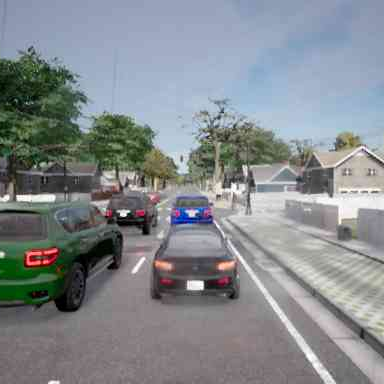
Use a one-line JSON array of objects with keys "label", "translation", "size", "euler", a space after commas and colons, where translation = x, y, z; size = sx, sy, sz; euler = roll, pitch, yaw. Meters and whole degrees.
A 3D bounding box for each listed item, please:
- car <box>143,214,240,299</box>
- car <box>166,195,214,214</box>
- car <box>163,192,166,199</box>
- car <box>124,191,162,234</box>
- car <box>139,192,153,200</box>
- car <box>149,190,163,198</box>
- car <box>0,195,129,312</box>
[{"label": "car", "translation": [0.071, 1.508, 8.281], "size": [1.812, 1.442, 4.674], "euler": [0, 0, 0]}, {"label": "car", "translation": [0.033, 1.147, 18.314], "size": [2.150, 2.045, 5.566], "euler": [0, 0, 1]}, {"label": "car", "translation": [-6.455, 0.781, 70.403], "size": [1.994, 1.385, 4.181], "euler": [0, 1, 0]}, {"label": "car", "translation": [-3.215, 1.146, 18.440], "size": [2.150, 2.045, 5.566], "euler": [0, 0, 1]}, {"label": "car", "translation": [-9.706, 0.753, 70.438], "size": [2.128, 1.511, 4.902], "euler": [0, 1, 0]}, {"label": "car", "translation": [-6.550, 0.760, 55.101], "size": [2.150, 2.045, 5.566], "euler": [0, 1, 0]}, {"label": "car", "translation": [-3.185, 1.205, 7.815], "size": [2.150, 2.045, 5.566], "euler": [0, 0, 1]}]
